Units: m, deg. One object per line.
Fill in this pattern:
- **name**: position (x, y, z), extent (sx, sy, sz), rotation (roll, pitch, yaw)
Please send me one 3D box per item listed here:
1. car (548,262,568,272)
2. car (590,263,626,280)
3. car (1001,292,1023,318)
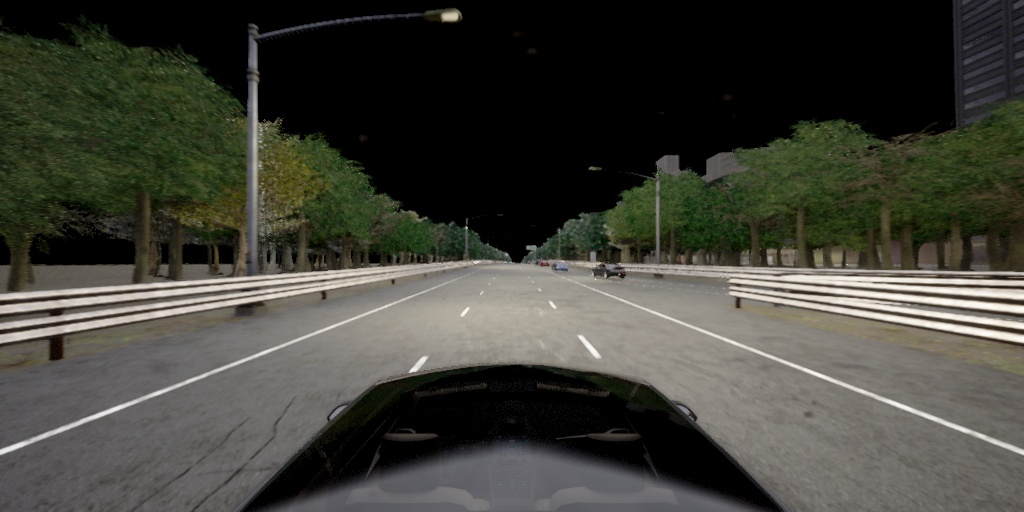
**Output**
- **car**: position (6.912, 1.565, 51.970), extent (2.033, 1.411, 5.357), rotation (0, 0, 0)
- **car**: position (9.309, 1.441, 34.989), extent (1.837, 1.490, 4.892), rotation (0, 0, -11)
- **car**: position (17.816, 1.230, 10.578), extent (1.812, 1.442, 4.674), rotation (0, -2, -25)
